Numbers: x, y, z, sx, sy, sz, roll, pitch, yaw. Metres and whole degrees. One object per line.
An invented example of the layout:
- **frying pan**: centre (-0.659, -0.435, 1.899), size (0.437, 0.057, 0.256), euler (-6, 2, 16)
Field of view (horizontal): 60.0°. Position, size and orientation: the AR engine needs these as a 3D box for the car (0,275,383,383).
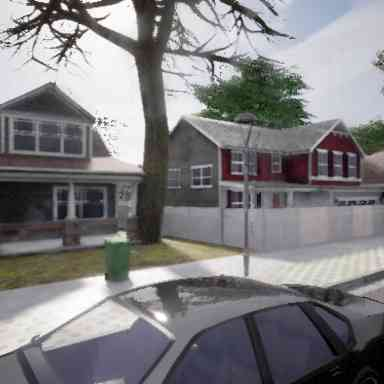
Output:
- **car**: centre (-0.038, 1.580, 2.891), size (5.357, 1.411, 2.033), euler (0, -1, -37)
